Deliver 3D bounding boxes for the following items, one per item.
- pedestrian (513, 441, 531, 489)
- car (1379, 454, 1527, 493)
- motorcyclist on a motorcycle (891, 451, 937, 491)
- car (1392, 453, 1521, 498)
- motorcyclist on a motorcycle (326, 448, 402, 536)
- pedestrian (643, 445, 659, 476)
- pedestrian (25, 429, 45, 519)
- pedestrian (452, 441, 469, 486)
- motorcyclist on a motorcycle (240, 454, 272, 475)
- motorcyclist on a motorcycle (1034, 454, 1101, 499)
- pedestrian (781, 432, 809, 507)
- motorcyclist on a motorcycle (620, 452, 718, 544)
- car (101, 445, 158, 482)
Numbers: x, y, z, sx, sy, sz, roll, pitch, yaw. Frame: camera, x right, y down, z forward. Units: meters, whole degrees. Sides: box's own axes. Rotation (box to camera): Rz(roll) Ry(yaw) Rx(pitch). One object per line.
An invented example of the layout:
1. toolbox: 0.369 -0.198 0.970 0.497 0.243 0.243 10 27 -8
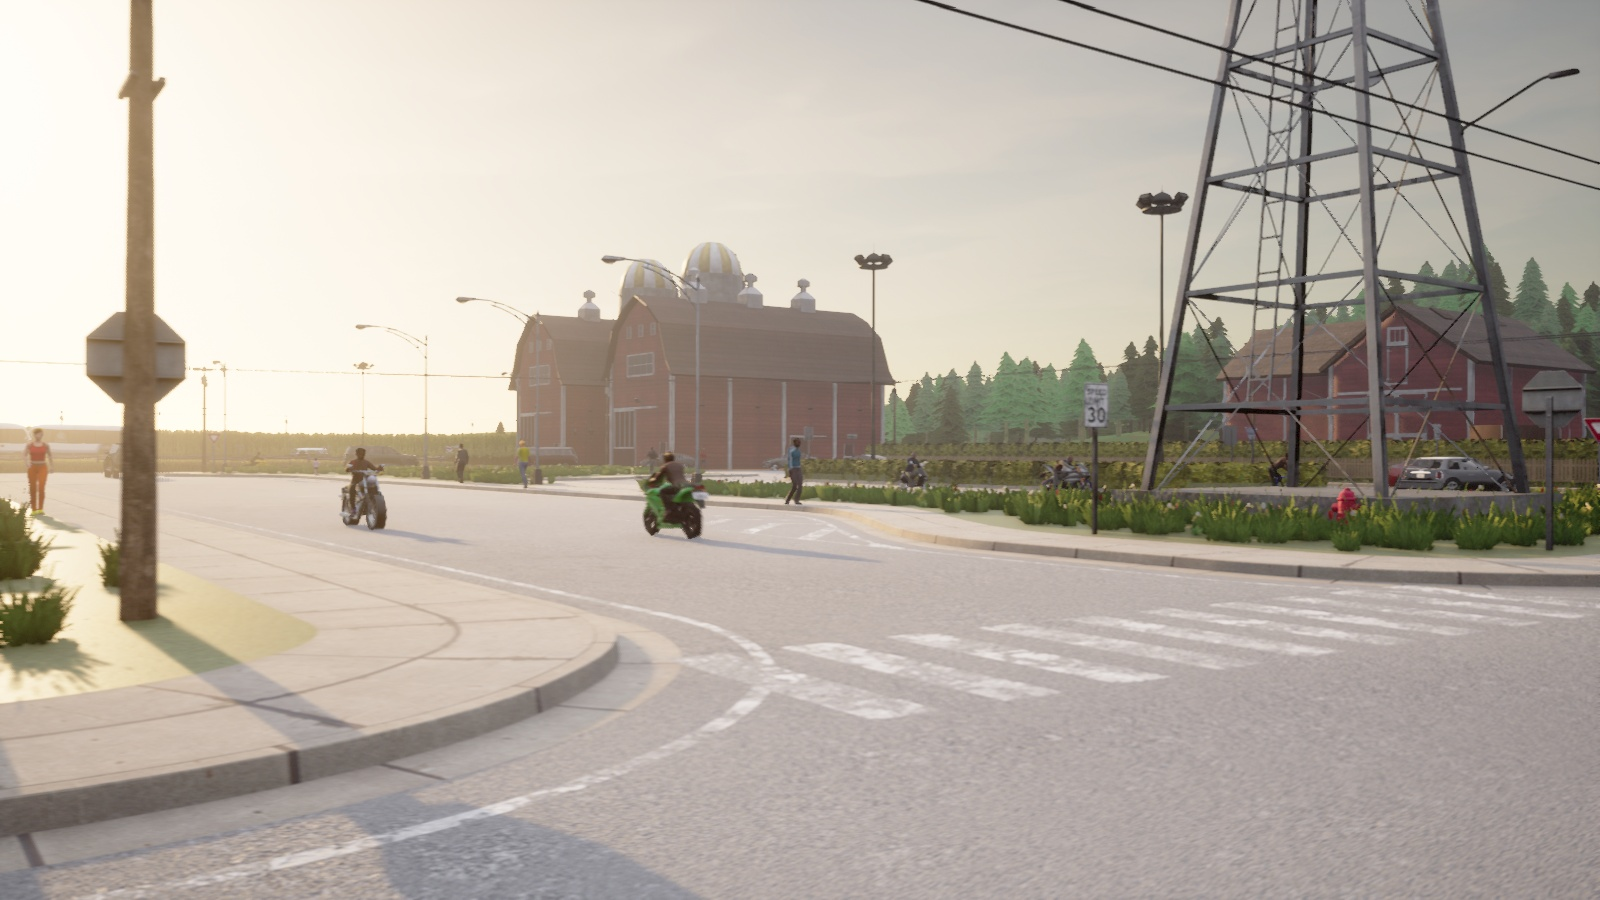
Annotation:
1. pedestrian: -10.547 0.568 47.642 0.354 1.836 0.706 0 0 -40
2. car: 26.019 0.889 50.206 2.163 1.488 4.792 0 0 -35
3. motorcyclist on a motorcycle: 4.583 0.862 50.645 0.866 1.590 1.817 0 -1 -35
4. car: 22.342 0.833 42.725 3.806 1.475 1.970 0 0 -25
5. motorcyclist on a motorcycle: -8.595 0.785 24.679 0.766 1.649 2.350 0 0 -36
6. pedestrian: -9.065 0.663 76.481 0.563 1.883 0.849 0 0 25
7. pedestrian: -15.787 0.498 25.927 0.345 1.836 0.594 0 0 -32
8. pedestrian: -14.784 0.595 54.670 0.423 1.949 0.788 0 0 -38
9. motorcyclist on a motorcycle: -39.333 1.063 90.827 2.044 1.523 0.797 0 0 -35
10. motorcyclist on a motorcycle: 9.424 0.919 44.291 0.866 1.530 2.191 0 0 -43
11. pedestrian: -0.129 0.509 32.687 0.396 1.930 0.692 0 0 -35
12. motorcyclist on a motorcycle: -2.321 0.802 21.976 0.797 1.523 2.044 0 0 -36
13. car: -38.466 0.737 71.996 2.150 2.045 5.566 0 0 -36
